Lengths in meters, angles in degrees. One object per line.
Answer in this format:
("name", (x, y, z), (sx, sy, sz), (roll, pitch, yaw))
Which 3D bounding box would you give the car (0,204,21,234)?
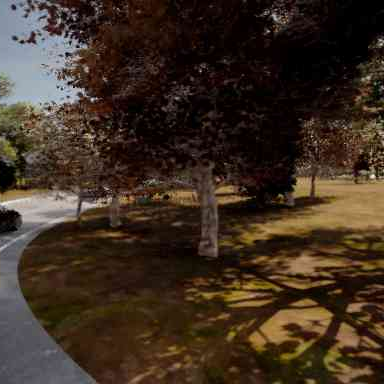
("car", (-9.342, 1.237, 15.041), (1.882, 1.535, 5.008), (0, 2, -11))

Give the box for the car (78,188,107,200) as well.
("car", (-10.691, 0.073, 35.986), (1.895, 1.301, 4.718), (0, 4, 1))
